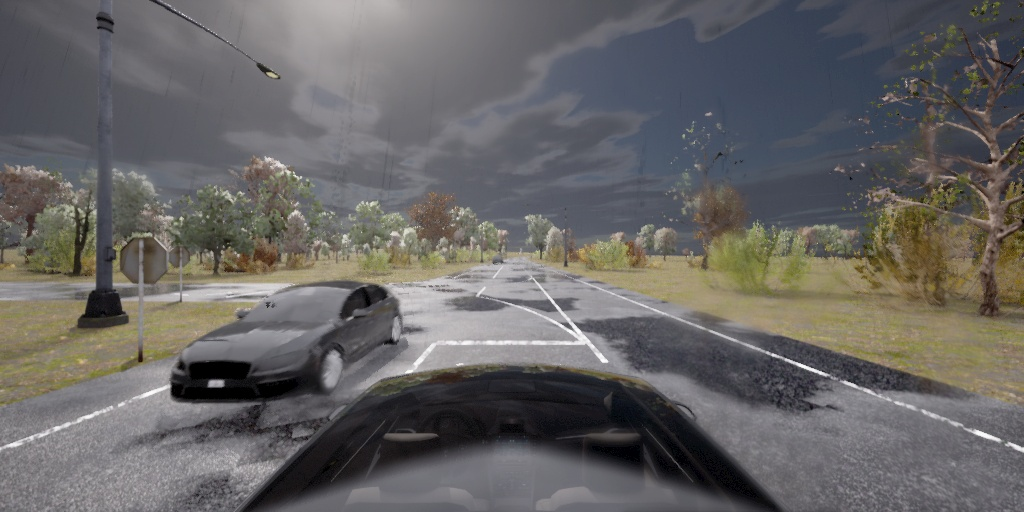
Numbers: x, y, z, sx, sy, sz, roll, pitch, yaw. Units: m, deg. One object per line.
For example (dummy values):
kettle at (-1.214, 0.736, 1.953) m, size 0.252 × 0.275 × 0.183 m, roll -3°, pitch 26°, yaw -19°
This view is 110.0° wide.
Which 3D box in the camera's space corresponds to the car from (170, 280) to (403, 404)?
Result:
car at (-3.504, 1.260, 6.678) m, size 1.837 × 1.490 × 4.892 m, roll 0°, pitch 0°, yaw 0°
